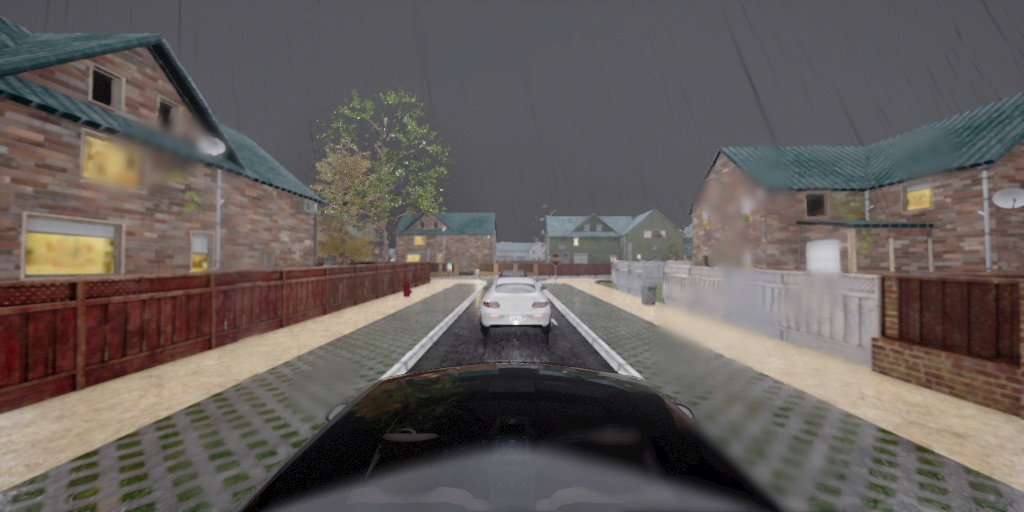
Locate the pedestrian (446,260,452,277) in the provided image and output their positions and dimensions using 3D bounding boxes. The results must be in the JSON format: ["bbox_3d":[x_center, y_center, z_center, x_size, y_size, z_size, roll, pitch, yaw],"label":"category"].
[{"bbox_3d":[-6.735,1.326,38.497,0.375,1.860,0.375,0,-1,1],"label":"pedestrian"}]

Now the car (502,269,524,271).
[{"bbox_3d":[0.053,1.472,22.041,1.895,1.301,4.718,0,0,-1],"label":"car"}]

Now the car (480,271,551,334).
[{"bbox_3d":[0.088,1.330,10.724,1.812,1.442,4.674,0,-1,0],"label":"car"}]
